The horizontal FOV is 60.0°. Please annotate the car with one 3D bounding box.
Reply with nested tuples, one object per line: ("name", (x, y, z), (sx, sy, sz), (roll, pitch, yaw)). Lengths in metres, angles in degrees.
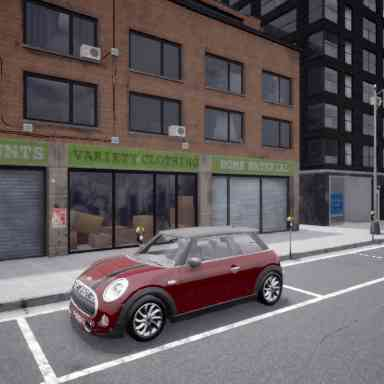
("car", (-0.174, 1.440, 6.401), (4.097, 1.590, 1.967), (0, 0, -35))
